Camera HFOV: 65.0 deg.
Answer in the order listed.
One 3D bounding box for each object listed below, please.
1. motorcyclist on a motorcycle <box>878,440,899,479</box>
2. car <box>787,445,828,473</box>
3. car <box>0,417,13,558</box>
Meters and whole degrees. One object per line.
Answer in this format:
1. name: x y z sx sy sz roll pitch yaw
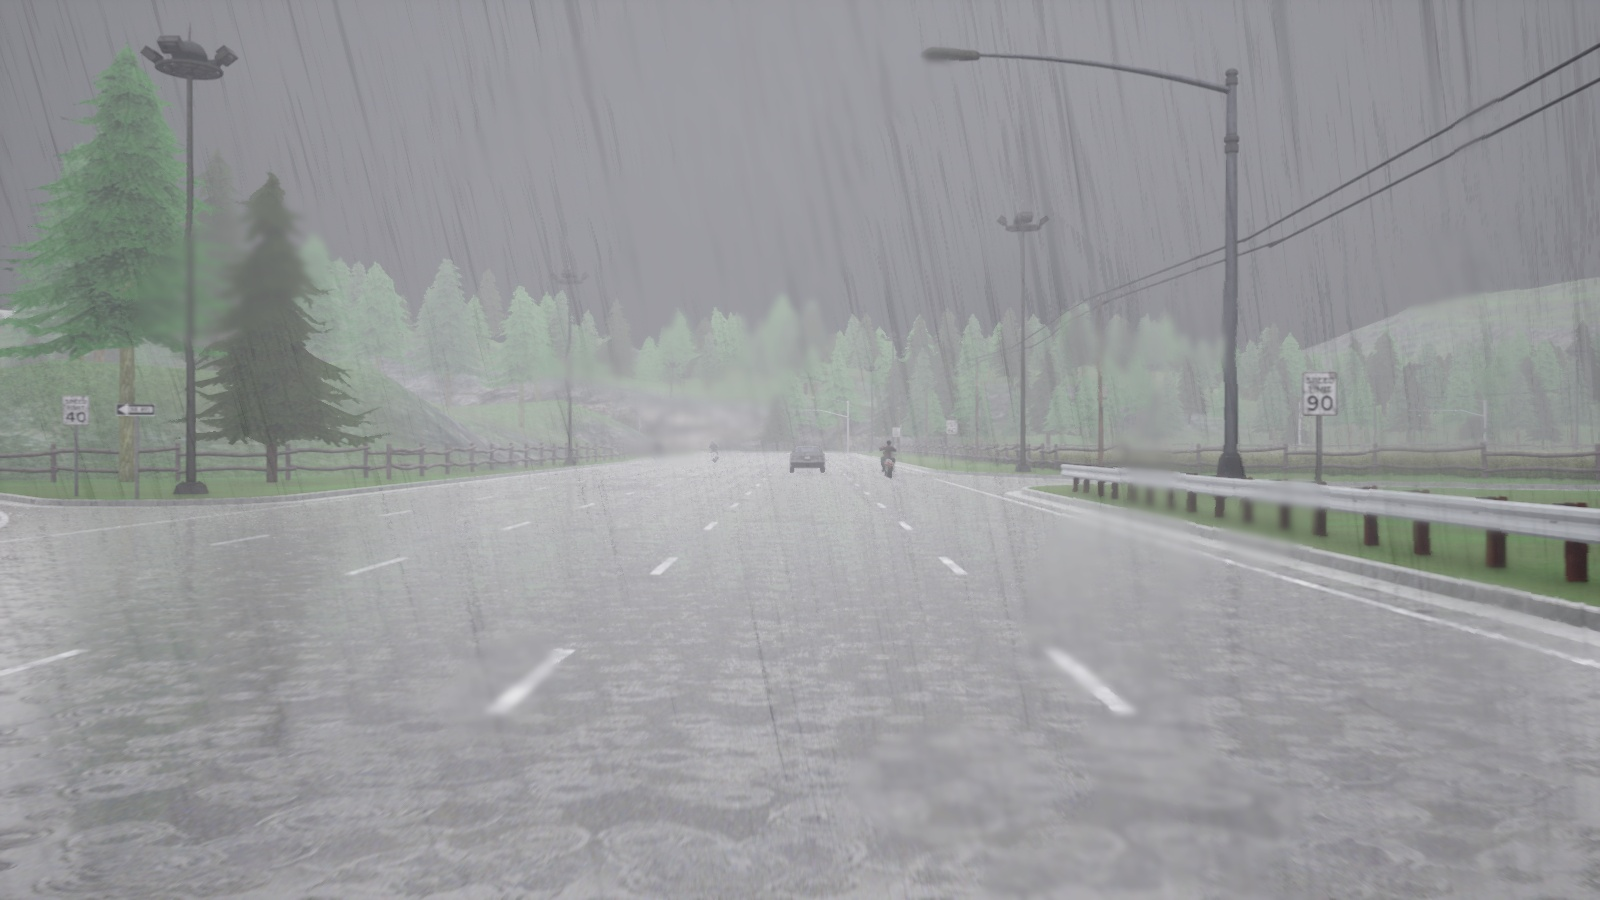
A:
1. motorcyclist on a motorcycle: 3.823 0.392 54.561 0.766 1.649 2.350 0 0 0
2. car: 0.385 0.424 65.562 2.033 1.411 5.357 0 0 0
3. car: -10.415 0.447 12.377 2.152 1.651 5.027 0 0 0
